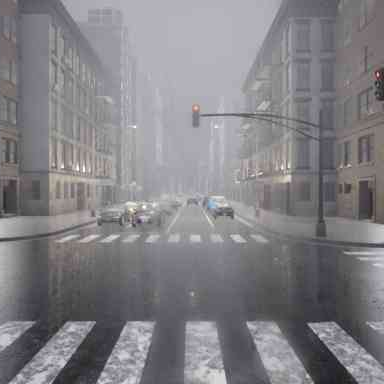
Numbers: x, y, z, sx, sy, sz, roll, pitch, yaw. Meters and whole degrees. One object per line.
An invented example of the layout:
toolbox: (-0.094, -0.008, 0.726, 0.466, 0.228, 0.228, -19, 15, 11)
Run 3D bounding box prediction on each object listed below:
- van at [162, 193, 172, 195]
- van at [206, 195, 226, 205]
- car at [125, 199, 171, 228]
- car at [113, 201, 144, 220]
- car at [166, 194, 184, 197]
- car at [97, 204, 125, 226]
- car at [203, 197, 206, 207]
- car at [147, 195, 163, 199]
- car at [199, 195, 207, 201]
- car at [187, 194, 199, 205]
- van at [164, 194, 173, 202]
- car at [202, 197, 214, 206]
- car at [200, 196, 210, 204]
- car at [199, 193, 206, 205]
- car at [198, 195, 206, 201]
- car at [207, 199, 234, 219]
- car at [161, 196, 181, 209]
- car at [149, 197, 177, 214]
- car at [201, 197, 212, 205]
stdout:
van: (-5.446, 1.337, 66.695, 1.690, 1.788, 3.998, 0, 0, 0)
van: (2.632, 1.338, 34.261, 1.690, 1.788, 3.998, 0, 0, 0)
car: (-2.854, 1.490, 22.588, 2.128, 1.511, 4.902, 0, 0, 0)
car: (-5.402, 1.523, 28.682, 1.752, 1.417, 4.829, 0, 0, 0)
car: (-2.810, 1.474, 52.967, 1.882, 1.535, 5.008, 0, 0, 1)
car: (-5.396, 1.549, 23.446, 2.008, 1.369, 4.403, 0, 0, 0)
car: (2.632, 1.578, 39.668, 1.802, 1.307, 4.206, 0, 0, 0)
car: (-5.421, 1.436, 45.071, 1.967, 1.590, 4.097, 0, 0, 0)
car: (2.634, 1.540, 82.918, 1.887, 1.381, 4.507, 0, 0, 0)
car: (0.085, 1.501, 57.017, 1.837, 1.490, 4.892, 0, 0, 0)
van: (-5.458, 1.336, 77.508, 1.690, 1.788, 3.998, 0, 0, 0)
car: (2.633, 1.562, 55.886, 1.947, 1.339, 4.313, 0, 0, 0)
car: (2.634, 1.521, 66.868, 1.752, 1.417, 4.829, 0, 0, 0)
car: (2.633, 1.311, 50.480, 2.192, 1.841, 5.009, 0, 0, 0)
car: (2.634, 1.560, 88.324, 1.947, 1.339, 4.313, 0, 0, 0)
car: (2.632, 1.548, 28.855, 2.008, 1.369, 4.403, 0, 0, 0)
car: (-2.845, 1.560, 42.712, 1.994, 1.385, 4.181, 0, 0, 1)
car: (-2.853, 1.545, 32.698, 2.033, 1.411, 5.357, 0, 0, 0)
car: (2.633, 1.546, 61.293, 2.008, 1.369, 4.403, 0, 0, 0)
